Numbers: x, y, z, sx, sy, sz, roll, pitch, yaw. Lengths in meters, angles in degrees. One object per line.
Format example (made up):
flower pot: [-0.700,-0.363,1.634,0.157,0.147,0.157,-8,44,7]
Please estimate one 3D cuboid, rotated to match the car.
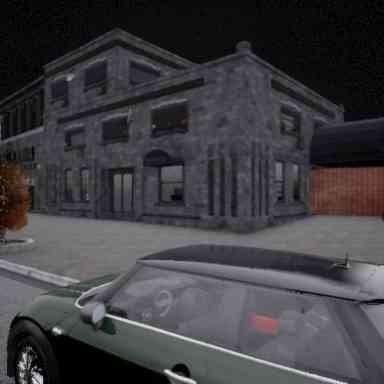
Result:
car: [0.062,1.356,3.439,4.553,1.767,2.097,0,0,36]
